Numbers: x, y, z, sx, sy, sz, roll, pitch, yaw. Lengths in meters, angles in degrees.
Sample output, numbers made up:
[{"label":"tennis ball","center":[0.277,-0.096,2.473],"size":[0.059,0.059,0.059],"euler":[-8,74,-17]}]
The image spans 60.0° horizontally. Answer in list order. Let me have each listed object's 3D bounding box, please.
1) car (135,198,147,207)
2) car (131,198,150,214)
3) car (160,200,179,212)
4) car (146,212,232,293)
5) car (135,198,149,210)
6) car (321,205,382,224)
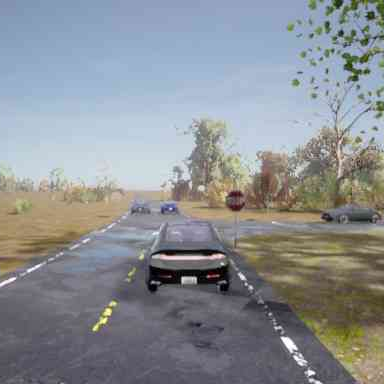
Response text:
[{"label":"car","center":[-8.643,1.679,55.995],"size":[1.994,1.385,4.181],"euler":[0,0,-9]},{"label":"car","center":[-5.589,1.642,36.344],"size":[1.994,1.385,4.181],"euler":[0,0,-8]},{"label":"car","center":[-2.528,1.606,37.109],"size":[1.812,1.442,4.674],"euler":[0,0,-7]},{"label":"car","center":[-0.116,1.513,8.913],"size":[2.128,1.511,4.902],"euler":[0,0,-1]},{"label":"car","center":[-7.035,1.623,46.317],"size":[1.812,1.442,4.674],"euler":[0,0,-9]},{"label":"car","center":[12.022,1.652,25.157],"size":[4.181,1.385,1.994],"euler":[0,0,-9]}]
